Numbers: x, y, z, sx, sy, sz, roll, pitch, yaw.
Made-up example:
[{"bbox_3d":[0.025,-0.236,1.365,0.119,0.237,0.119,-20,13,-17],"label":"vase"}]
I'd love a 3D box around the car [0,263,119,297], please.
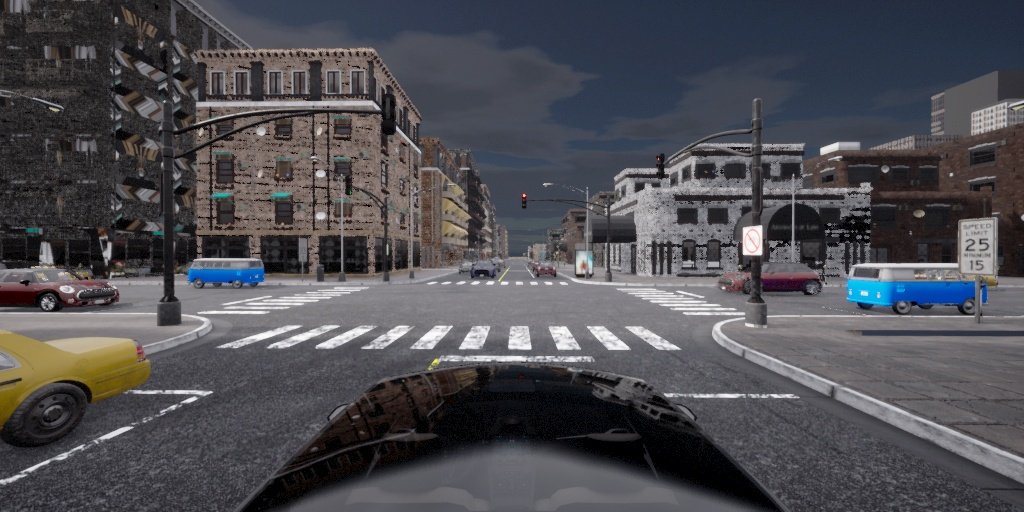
[{"bbox_3d":[-17.528,1.190,13.527,4.097,1.591,1.967,0,0,1],"label":"car"}]

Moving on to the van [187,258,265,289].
[{"bbox_3d":[-17.429,1.030,21.907,3.998,1.789,1.690,0,0,1],"label":"van"}]

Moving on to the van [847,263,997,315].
[{"bbox_3d":[14.849,1.156,13.218,3.998,1.789,1.690,0,0,1],"label":"van"}]

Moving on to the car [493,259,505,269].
[{"bbox_3d":[-2.091,1.304,59.682,1.812,1.442,4.674,0,0,1],"label":"car"}]

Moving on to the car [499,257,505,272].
[{"bbox_3d":[-2.370,1.256,44.761,2.128,1.511,4.902,0,0,1],"label":"car"}]

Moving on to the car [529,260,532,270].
[{"bbox_3d":[3.447,1.347,46.511,1.802,1.307,4.207,0,0,1],"label":"car"}]

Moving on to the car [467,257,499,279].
[{"bbox_3d":[-2.569,1.106,33.154,2.097,1.767,4.553,0,0,1],"label":"car"}]

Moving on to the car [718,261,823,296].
[{"bbox_3d":[13.540,1.122,19.046,4.553,1.767,2.097,0,0,2],"label":"car"}]

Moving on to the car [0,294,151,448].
[{"bbox_3d":[-5.680,1.275,2.629,1.751,1.417,4.829,0,0,1],"label":"car"}]

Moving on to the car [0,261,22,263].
[{"bbox_3d":[-28.968,1.045,19.415,4.553,1.767,2.097,0,0,1],"label":"car"}]

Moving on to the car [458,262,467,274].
[{"bbox_3d":[-5.029,1.311,40.945,2.007,1.370,4.403,0,0,1],"label":"car"}]

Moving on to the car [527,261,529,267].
[{"bbox_3d":[3.544,1.321,52.207,2.007,1.370,4.403,0,0,1],"label":"car"}]

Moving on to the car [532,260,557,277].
[{"bbox_3d":[3.254,1.195,35.119,1.967,1.591,4.097,0,0,1],"label":"car"}]
